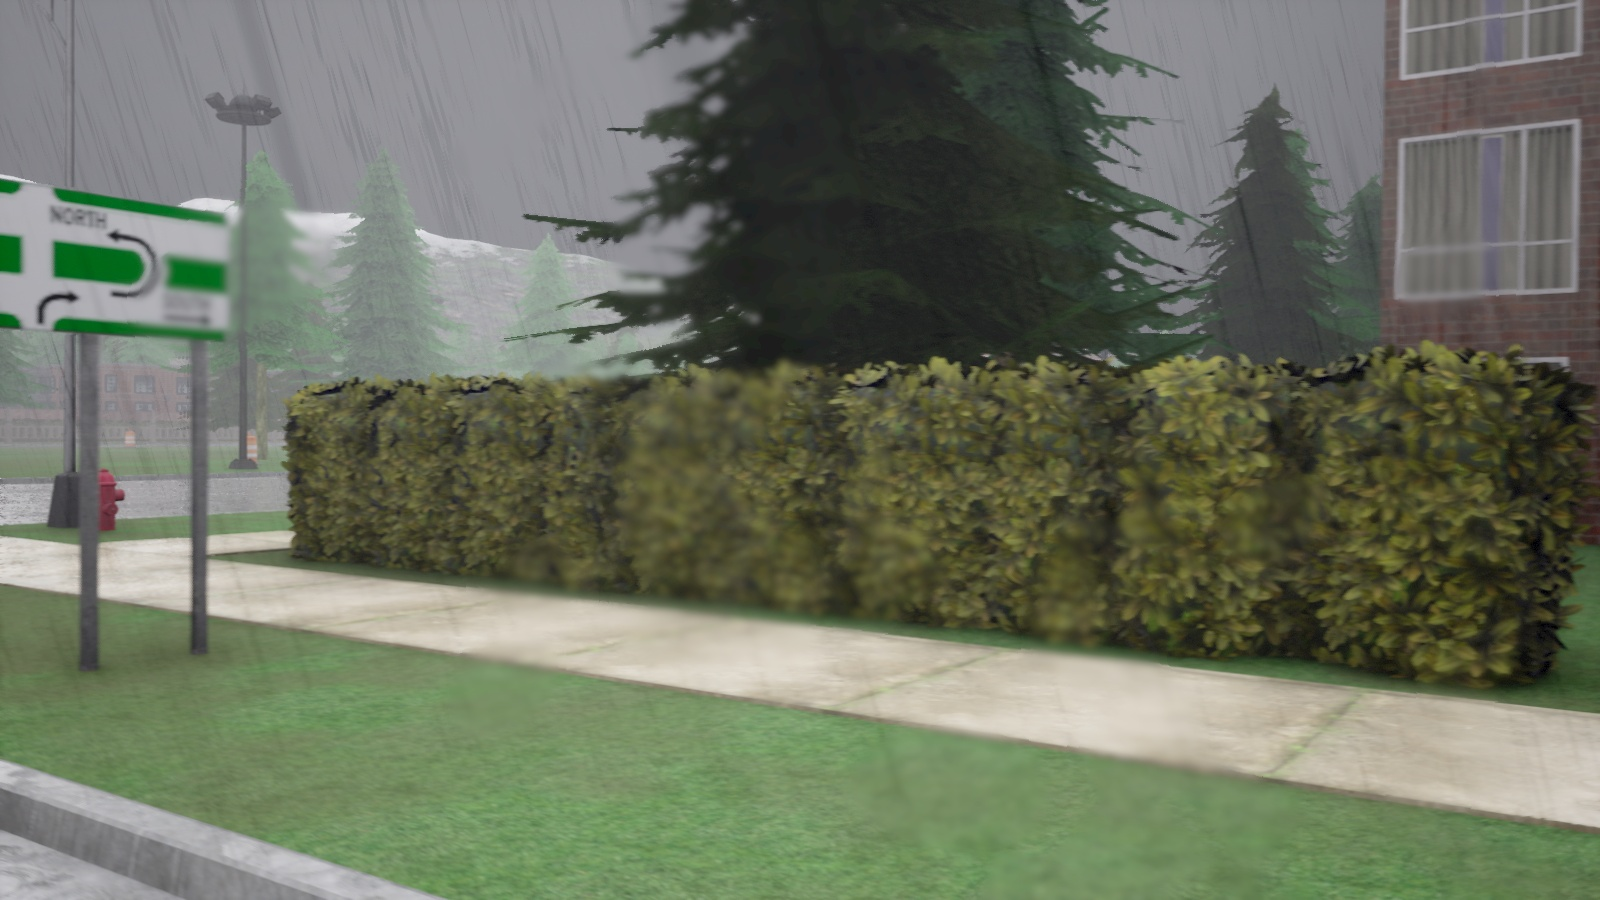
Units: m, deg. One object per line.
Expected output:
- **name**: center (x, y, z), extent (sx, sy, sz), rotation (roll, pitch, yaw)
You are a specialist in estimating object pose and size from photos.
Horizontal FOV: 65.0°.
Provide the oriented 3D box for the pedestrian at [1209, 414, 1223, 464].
- **pedestrian**: center (15.524, -0.420, 46.865), extent (0.345, 1.836, 0.594), rotation (0, 1, 36)
